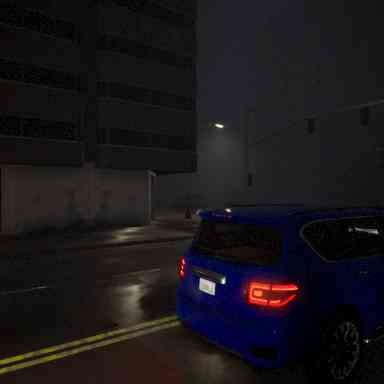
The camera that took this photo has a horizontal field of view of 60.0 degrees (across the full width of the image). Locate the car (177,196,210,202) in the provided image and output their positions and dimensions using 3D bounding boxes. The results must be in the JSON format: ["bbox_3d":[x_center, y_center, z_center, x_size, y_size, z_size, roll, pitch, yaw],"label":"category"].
[{"bbox_3d":[-0.346,1.547,41.665,2.033,1.411,5.357,0,0,-36],"label":"car"}]

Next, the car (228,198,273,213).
[{"bbox_3d":[6.610,1.491,38.073,2.128,1.511,4.902,0,0,-36],"label":"car"}]

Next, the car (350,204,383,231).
[{"bbox_3d":[12.199,1.564,21.340,4.181,1.385,1.994,0,0,-36],"label":"car"}]

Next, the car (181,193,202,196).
[{"bbox_3d":[0.295,1.221,46.735,2.150,2.045,5.566,0,0,-35],"label":"car"}]

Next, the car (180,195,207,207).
[{"bbox_3d":[0.216,1.352,53.067,2.097,1.767,4.553,0,0,-36],"label":"car"}]

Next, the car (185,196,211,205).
[{"bbox_3d":[1.056,1.478,57.858,1.882,1.535,5.008,0,0,-36],"label":"car"}]

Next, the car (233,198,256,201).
[{"bbox_3d":[5.405,1.491,33.789,2.128,1.511,4.902,0,0,-36],"label":"car"}]

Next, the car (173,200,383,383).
[{"bbox_3d":[2.380,1.221,5.507,5.566,2.045,2.150,0,0,-35],"label":"car"}]
